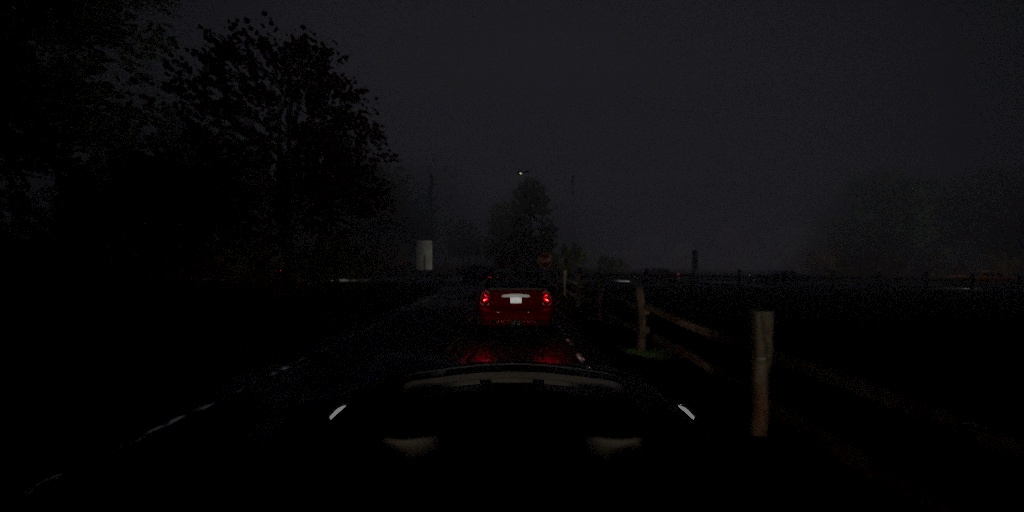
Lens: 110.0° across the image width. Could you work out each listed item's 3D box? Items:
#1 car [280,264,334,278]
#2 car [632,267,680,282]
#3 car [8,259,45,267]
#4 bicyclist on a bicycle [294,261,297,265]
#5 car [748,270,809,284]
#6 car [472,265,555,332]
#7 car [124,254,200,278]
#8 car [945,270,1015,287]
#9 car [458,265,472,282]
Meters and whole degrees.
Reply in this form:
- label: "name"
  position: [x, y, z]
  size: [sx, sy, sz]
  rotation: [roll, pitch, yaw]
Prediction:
- label: "car"
  position: [-17.770, 1.343, 31.195]
  size: [4.181, 1.385, 1.994]
  rotation: [1, 0, 0]
- label: "car"
  position: [13.677, 1.764, 34.198]
  size: [4.181, 1.385, 1.994]
  rotation: [1, 0, -1]
- label: "car"
  position: [-47.254, 0.889, 33.987]
  size: [4.674, 1.442, 1.812]
  rotation: [1, 0, 0]
- label: "bicyclist on a bicycle"
  position: [-22.663, 1.141, 37.165]
  size: [0.582, 1.620, 1.656]
  rotation: [1, 0, 0]
- label: "car"
  position: [25.256, 1.967, 34.176]
  size: [4.718, 1.301, 1.895]
  rotation: [1, 0, 0]
- label: "car"
  position: [0.099, 1.178, 11.282]
  size: [2.097, 1.767, 4.553]
  rotation: [0, -1, 0]
- label: "car"
  position: [-30.502, 0.827, 31.148]
  size: [5.566, 2.045, 2.150]
  rotation: [1, 0, 0]
- label: "car"
  position: [44.392, 2.119, 34.094]
  size: [5.008, 1.535, 1.882]
  rotation: [1, 0, 1]
- label: "car"
  position: [-2.773, 1.474, 29.925]
  size: [1.837, 1.490, 4.892]
  rotation: [3, -2, -35]
